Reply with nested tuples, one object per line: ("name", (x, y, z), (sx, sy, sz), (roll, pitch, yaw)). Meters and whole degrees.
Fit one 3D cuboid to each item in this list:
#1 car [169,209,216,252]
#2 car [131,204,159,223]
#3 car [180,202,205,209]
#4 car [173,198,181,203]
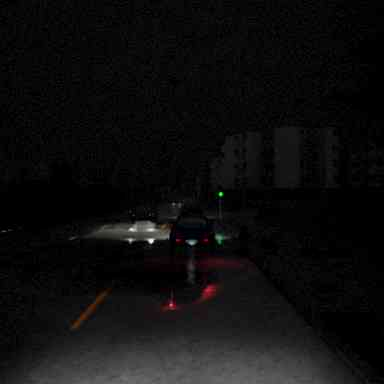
("car", (0.012, 1.662, 14.369), (1.812, 1.442, 4.674), (0, 0, 0))
("car", (-3.994, 1.749, 28.606), (1.882, 1.535, 5.008), (0, -1, 0))
("car", (0.032, 1.784, 29.299), (1.837, 1.490, 4.892), (0, 0, 1))
("car", (-3.966, 2.267, 88.142), (1.837, 1.490, 4.892), (0, -1, 0))
